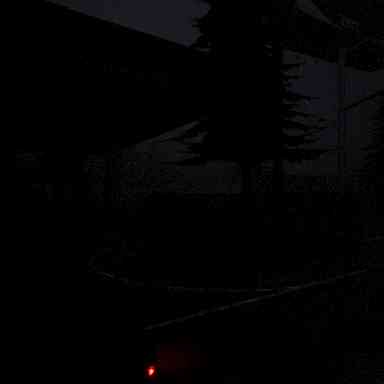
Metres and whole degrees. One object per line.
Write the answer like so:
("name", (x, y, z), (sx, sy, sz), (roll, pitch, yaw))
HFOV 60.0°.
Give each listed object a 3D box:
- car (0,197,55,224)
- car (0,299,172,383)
("car", (-11.918, 1.313, 23.510), (3.866, 1.878, 1.905), (0, 0, -36))
("car", (-2.745, 1.547, 2.035), (5.357, 1.411, 2.033), (0, 0, -35))
